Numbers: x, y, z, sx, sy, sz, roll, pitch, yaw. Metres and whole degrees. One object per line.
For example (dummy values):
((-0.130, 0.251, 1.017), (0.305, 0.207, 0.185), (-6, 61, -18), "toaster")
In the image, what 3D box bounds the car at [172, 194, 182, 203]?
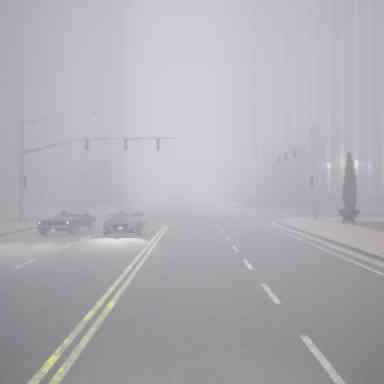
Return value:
((-3.478, 1.402, 77.226), (2.150, 2.045, 5.566), (0, 0, 0), "car")

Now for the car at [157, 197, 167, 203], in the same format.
((-6.978, 1.772, 77.226), (1.895, 1.301, 4.718), (0, 0, 0), "car")

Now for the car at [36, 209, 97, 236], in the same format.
((-7.034, 1.645, 19.069), (1.895, 1.301, 4.718), (0, 0, 0), "car")

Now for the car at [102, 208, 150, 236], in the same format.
((-3.540, 1.607, 18.425), (1.994, 1.385, 4.181), (0, 0, 1), "car")
